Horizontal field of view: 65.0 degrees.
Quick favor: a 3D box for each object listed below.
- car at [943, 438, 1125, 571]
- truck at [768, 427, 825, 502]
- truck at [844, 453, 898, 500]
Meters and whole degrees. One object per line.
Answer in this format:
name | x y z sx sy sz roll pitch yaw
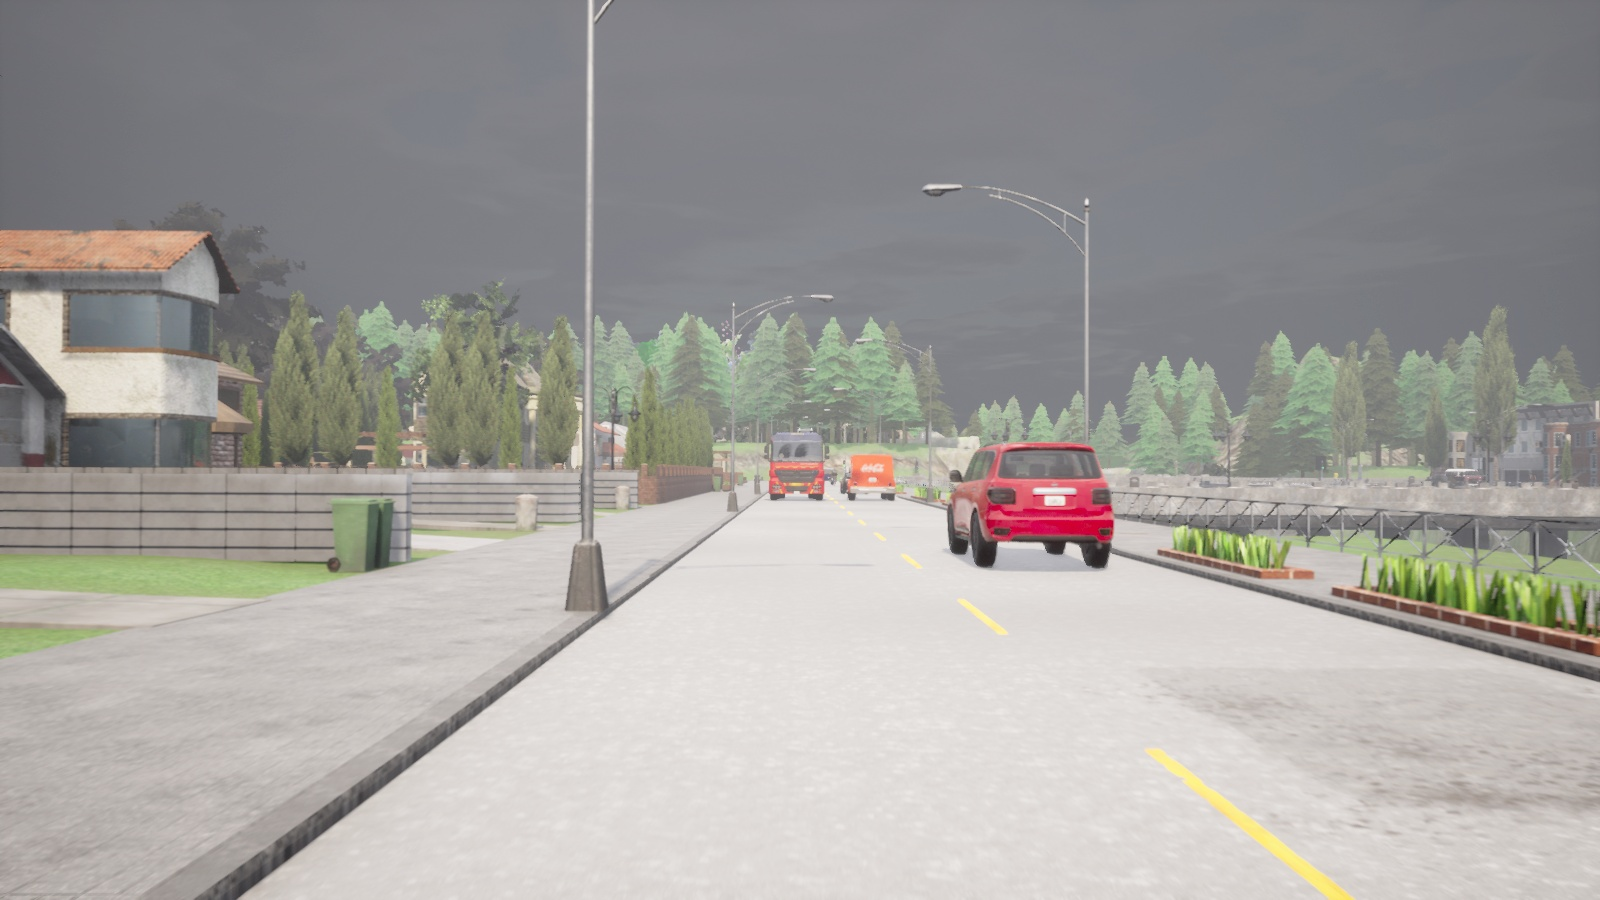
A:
car | 3.947 0.891 22.271 2.150 2.045 5.566 0 -1 0
truck | -0.165 0.792 68.210 2.891 3.827 8.468 0 -1 0
truck | 3.836 1.466 68.881 2.627 2.467 5.204 0 -1 0
